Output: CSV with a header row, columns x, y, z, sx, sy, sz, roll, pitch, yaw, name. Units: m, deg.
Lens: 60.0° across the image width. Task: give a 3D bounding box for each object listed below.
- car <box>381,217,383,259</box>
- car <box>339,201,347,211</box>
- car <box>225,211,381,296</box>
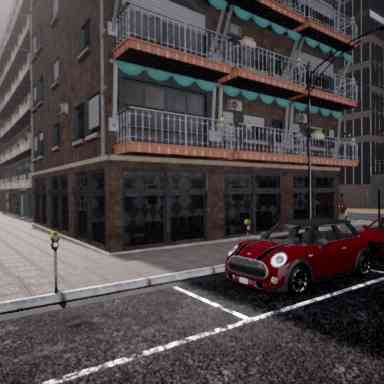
x,y,z,sx,sy,sz,roll,pitch,yaw,name
7.264,1.542,11.743,4.507,1.381,1.887,0,-1,-35,car
16.533,1.743,40.629,1.967,1.590,4.097,-2,0,-36,car
2.764,1.439,8.538,4.097,1.590,1.967,0,-1,-35,car
